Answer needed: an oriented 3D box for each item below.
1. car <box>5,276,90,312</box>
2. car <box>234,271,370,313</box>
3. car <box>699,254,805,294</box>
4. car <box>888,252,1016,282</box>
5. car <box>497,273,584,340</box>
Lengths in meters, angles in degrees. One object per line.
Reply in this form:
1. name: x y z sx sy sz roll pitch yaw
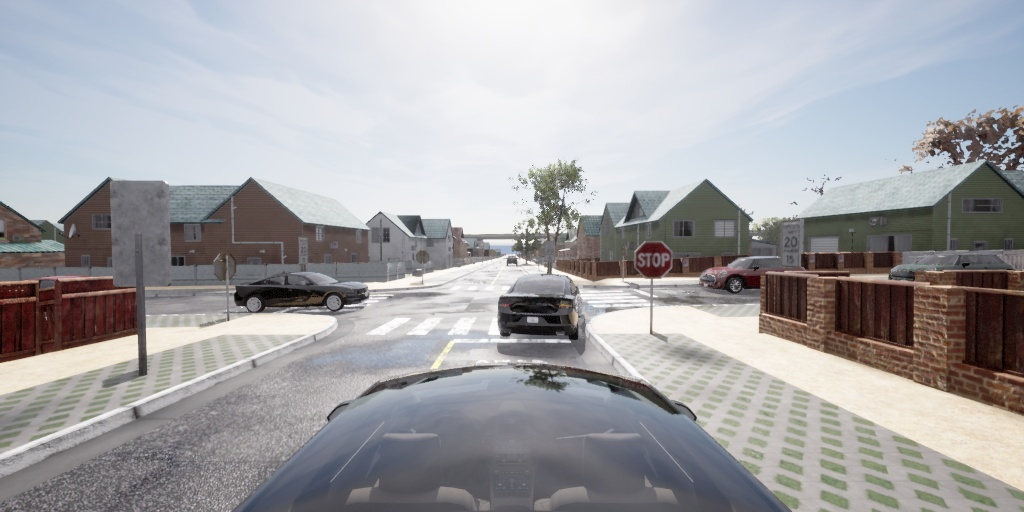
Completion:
1. car: -18.017 1.547 14.605 5.008 1.535 1.882 -1 2 0
2. car: -8.464 1.377 14.664 5.008 1.535 1.882 -1 2 0
3. car: 11.812 0.820 17.740 4.553 1.767 2.097 -1 2 0
4. car: 21.707 0.646 17.808 4.553 1.767 2.097 -1 2 0
5. car: 0.960 1.224 10.134 1.882 1.535 5.008 0 0 12
